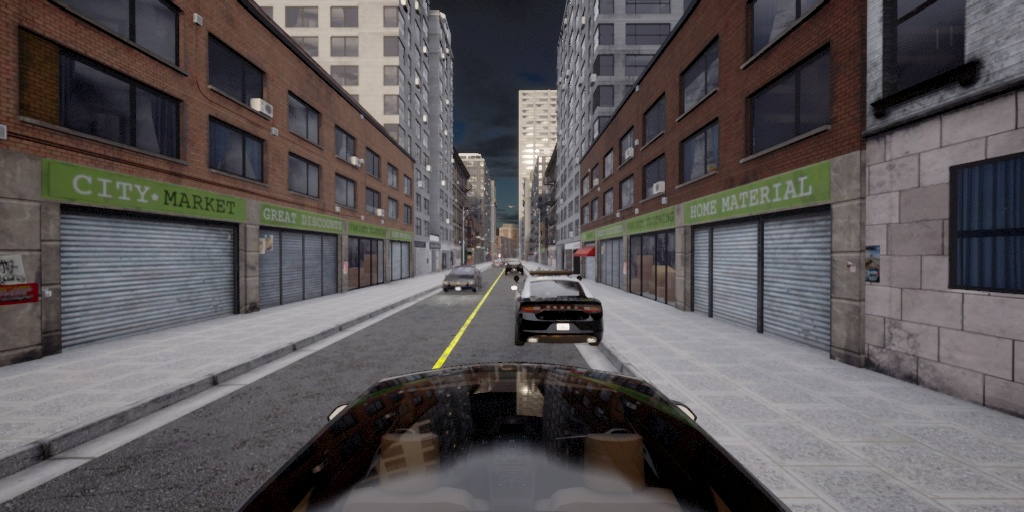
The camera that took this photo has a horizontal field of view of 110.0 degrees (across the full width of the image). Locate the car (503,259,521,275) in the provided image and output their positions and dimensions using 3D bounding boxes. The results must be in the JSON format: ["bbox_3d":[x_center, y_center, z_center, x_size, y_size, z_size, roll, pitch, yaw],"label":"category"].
[{"bbox_3d":[0.258,1.246,38.872,1.882,1.535,5.008,0,0,0],"label":"car"}]

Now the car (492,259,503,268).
[{"bbox_3d":[-2.522,1.329,63.345,1.812,1.442,4.674,0,0,1],"label":"car"}]

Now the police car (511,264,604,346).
[{"bbox_3d":[1.005,1.176,9.557,1.930,1.638,5.238,0,0,0],"label":"police car"}]

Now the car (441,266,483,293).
[{"bbox_3d":[-2.754,1.300,21.056,2.033,1.411,5.357,0,0,0],"label":"car"}]
